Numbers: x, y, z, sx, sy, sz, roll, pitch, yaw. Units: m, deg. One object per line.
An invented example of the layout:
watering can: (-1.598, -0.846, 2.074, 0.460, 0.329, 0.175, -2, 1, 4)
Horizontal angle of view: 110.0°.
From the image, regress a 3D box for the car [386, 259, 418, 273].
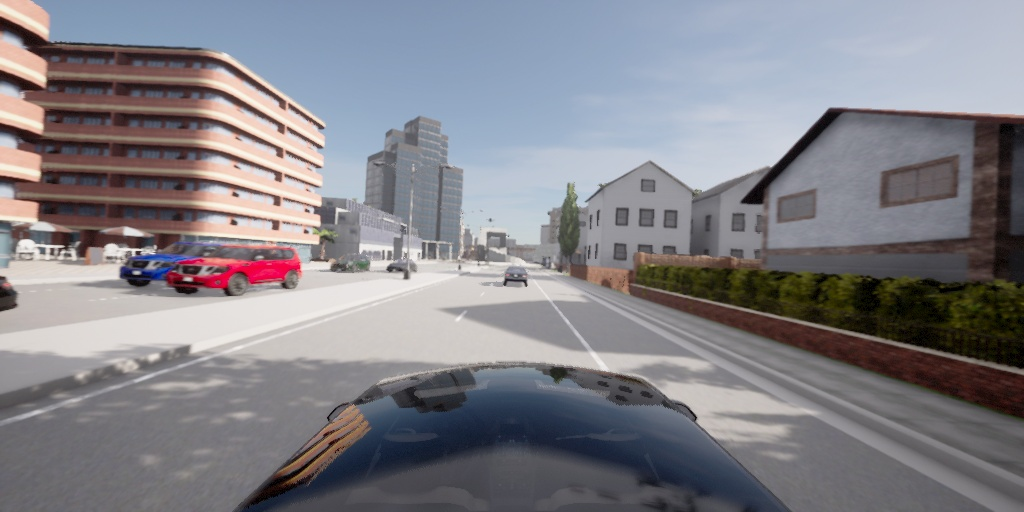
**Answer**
car: (-11.120, 1.013, 36.743, 2.033, 1.411, 5.357, 3, 0, 1)

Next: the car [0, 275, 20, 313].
car: (-11.559, 0.719, 5.756, 1.812, 1.442, 4.674, 3, 0, 0)

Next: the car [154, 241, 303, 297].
car: (-11.426, 0.501, 15.459, 2.150, 2.045, 5.566, 3, -1, 1)

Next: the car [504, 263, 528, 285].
car: (0.315, 1.531, 28.846, 2.033, 1.411, 5.357, 3, 0, 1)

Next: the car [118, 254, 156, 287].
car: (-14.900, 0.336, 17.053, 2.150, 2.045, 5.566, 3, 0, 1)

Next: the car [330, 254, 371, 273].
car: (-14.680, 0.605, 32.858, 2.097, 1.767, 4.553, 3, 0, 1)
